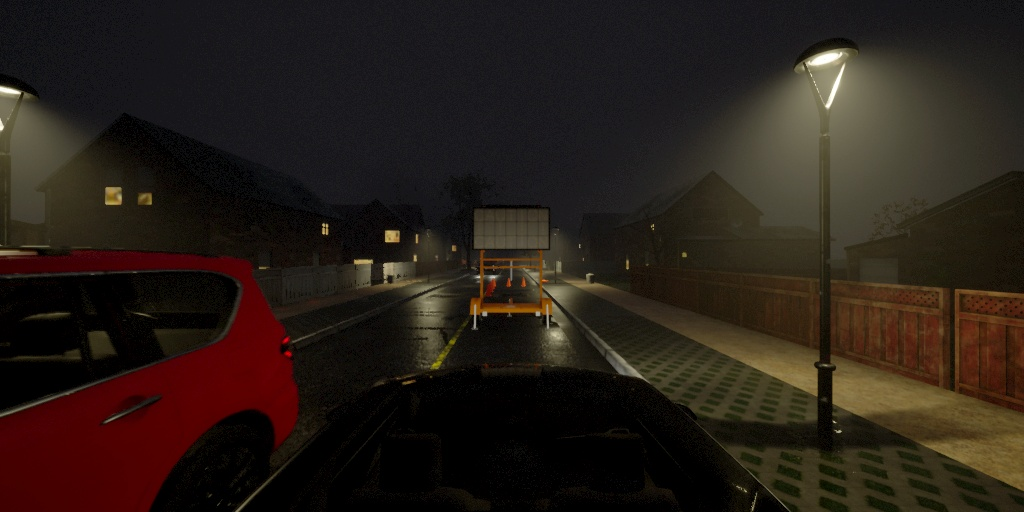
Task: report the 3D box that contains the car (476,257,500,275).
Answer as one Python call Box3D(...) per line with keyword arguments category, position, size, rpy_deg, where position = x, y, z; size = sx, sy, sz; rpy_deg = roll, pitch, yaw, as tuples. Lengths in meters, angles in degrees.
Box3D(category="car", position=(-2.946, 1.108, 42.273), size=(2.150, 2.045, 5.566), rpy_deg=(0, 0, 0))

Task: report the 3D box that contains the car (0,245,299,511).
Box3D(category="car", position=(-2.846, 0.971, 0.699), size=(2.150, 2.045, 5.566), rpy_deg=(0, 0, 0))

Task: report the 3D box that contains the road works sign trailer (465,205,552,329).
Box3D(category="road works sign trailer", position=(-0.021, 0.222, 11.198), size=(2.380, 3.560, 2.880), rpy_deg=(0, 0, 0))
